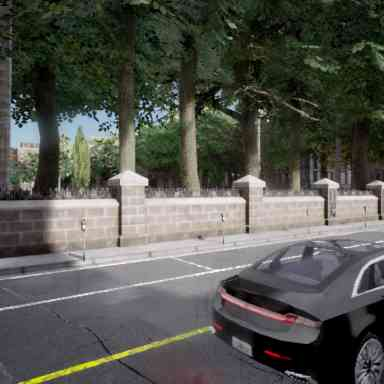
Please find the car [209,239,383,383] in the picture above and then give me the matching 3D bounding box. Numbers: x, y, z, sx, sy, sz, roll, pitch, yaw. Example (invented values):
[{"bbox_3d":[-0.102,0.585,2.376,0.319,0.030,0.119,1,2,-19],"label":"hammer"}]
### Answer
[{"bbox_3d":[2.524,1.492,5.114,4.902,1.511,2.128,0,0,-36],"label":"car"}]
